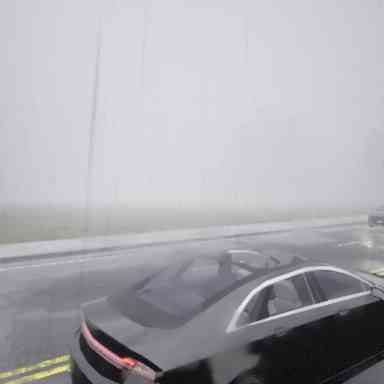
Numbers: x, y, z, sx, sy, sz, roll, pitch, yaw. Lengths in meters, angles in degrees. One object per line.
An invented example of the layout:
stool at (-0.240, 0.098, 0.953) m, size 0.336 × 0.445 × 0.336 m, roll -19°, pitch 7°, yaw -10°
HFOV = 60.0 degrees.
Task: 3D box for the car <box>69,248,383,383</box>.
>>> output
car at (1.054, 1.490, 4.191) m, size 4.902 × 1.511 × 2.128 m, roll 0°, pitch 0°, yaw -36°

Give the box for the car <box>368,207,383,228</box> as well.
car at (13.050, 1.466, 20.974) m, size 5.008 × 1.535 × 1.882 m, roll 0°, pitch 0°, yaw -35°
